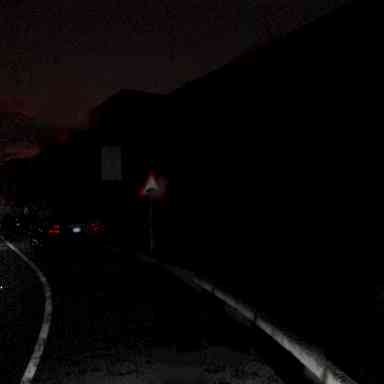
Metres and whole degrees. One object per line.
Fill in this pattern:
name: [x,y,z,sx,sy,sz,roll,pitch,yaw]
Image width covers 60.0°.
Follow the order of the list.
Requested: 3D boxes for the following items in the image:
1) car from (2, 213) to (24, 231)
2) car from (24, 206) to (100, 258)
car: [-16.311,2.666,30.679,2.128,1.511,4.902,-1,-1,-34]
car: [-5.928,1.669,15.092,2.150,2.045,5.566,-1,-2,-33]
